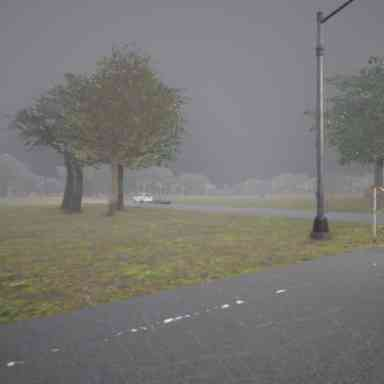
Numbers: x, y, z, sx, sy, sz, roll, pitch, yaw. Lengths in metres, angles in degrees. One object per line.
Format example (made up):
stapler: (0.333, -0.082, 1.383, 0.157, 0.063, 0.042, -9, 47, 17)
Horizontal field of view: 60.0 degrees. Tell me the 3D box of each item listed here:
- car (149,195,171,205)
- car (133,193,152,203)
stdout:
car: (-5.417, 1.553, 59.721, 1.994, 1.385, 4.181, 1, 0, -32)
car: (-9.720, 1.226, 66.165, 2.150, 2.045, 5.566, 1, 0, -34)
